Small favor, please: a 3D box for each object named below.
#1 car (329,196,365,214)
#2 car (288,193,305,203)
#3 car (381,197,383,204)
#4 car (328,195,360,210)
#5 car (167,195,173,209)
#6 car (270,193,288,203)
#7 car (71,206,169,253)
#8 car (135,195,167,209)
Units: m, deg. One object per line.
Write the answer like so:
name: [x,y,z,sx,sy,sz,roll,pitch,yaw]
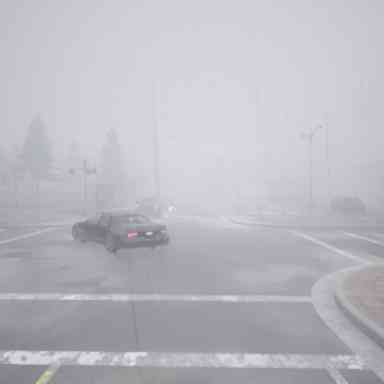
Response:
car: [13.955,1.195,30.050,1.845,1.501,3.633,0,0,0]
car: [17.339,0.997,56.104,2.152,1.636,5.027,0,0,0]
car: [29.109,1.033,48.314,1.845,1.501,3.633,0,0,0]
car: [17.008,1.162,37.441,1.970,1.475,3.806,0,0,0]
car: [-3.593,1.249,38.279,1.882,1.535,5.008,0,0,0]
car: [14.202,1.006,56.082,2.007,1.523,4.514,0,0,0]
car: [-3.058,1.457,13.308,2.033,1.411,5.357,0,0,-39]
car: [-3.595,1.183,28.253,2.097,1.767,4.553,0,0,0]
